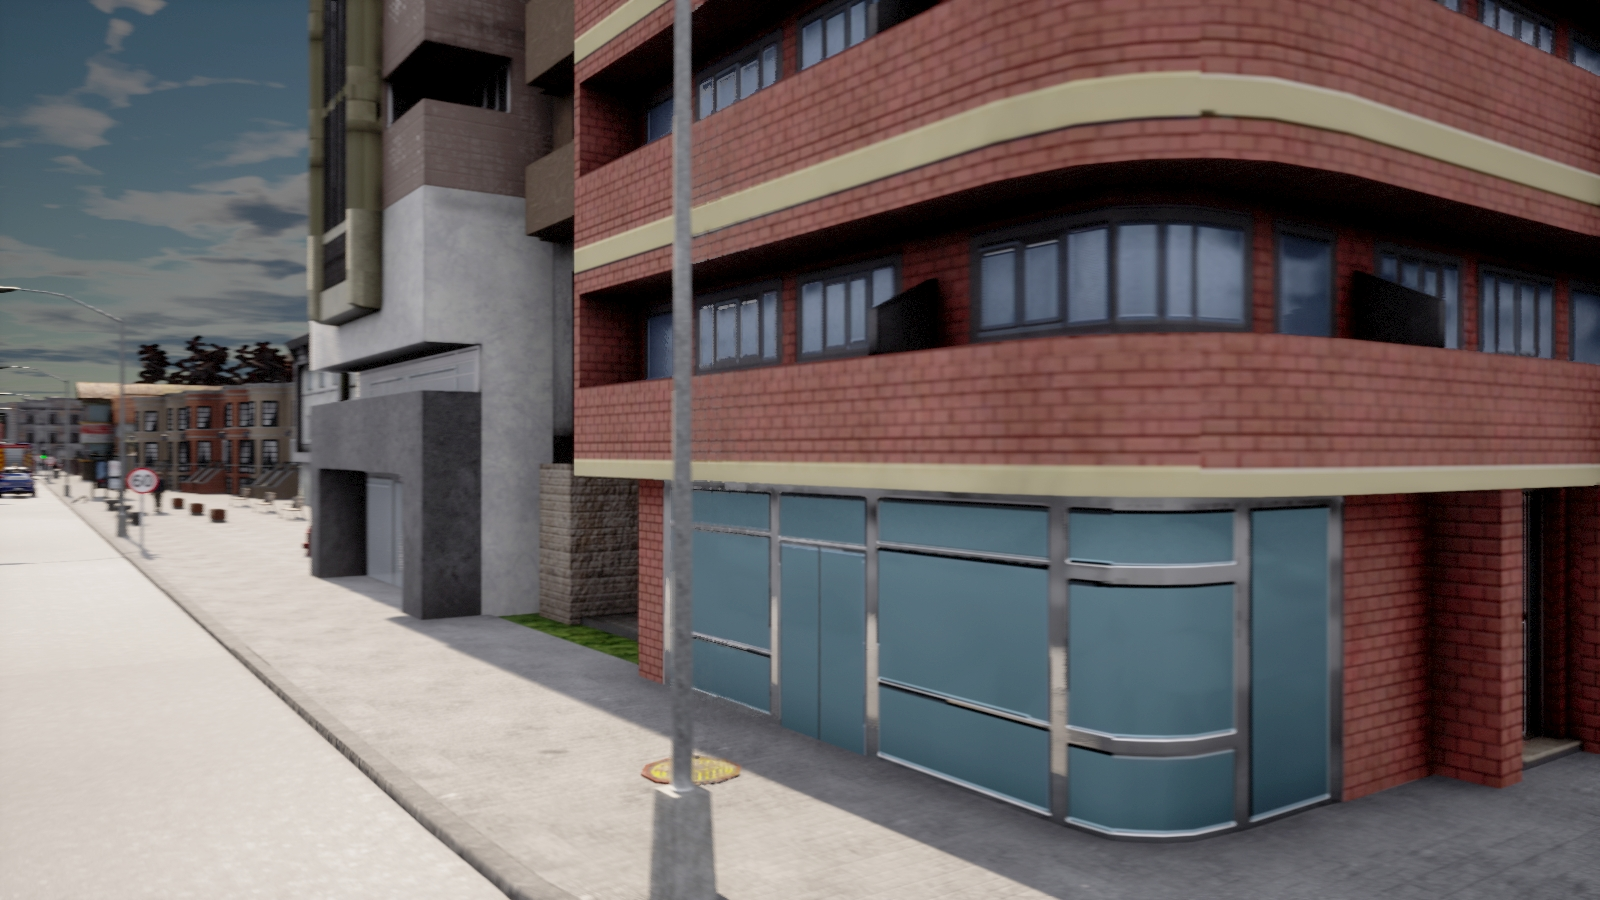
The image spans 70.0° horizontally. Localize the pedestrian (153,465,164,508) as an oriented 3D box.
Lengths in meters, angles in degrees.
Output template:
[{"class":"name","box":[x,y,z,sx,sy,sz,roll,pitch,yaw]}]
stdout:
[{"class":"pedestrian","box":[-27.588,1.569,49.117,0.375,1.860,0.375,0,0,-38]}]
